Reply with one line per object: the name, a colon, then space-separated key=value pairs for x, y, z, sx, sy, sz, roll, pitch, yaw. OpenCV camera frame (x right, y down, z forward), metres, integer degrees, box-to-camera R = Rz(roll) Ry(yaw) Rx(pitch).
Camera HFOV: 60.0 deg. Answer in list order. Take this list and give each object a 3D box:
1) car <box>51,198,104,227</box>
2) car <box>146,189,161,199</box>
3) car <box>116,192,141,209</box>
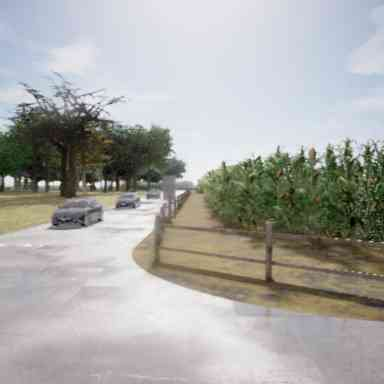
car: x=-6.694 y=1.154 z=19.942 sx=1.837 sy=1.490 sz=4.892 roll=1 pitch=1 yaw=1
car: x=-5.868 y=0.311 z=51.540 sx=1.837 sy=1.490 sz=4.892 roll=1 pitch=1 yaw=2
car: x=-6.372 y=0.826 z=33.682 sx=1.837 sy=1.490 sz=4.892 roll=1 pitch=3 yaw=1
